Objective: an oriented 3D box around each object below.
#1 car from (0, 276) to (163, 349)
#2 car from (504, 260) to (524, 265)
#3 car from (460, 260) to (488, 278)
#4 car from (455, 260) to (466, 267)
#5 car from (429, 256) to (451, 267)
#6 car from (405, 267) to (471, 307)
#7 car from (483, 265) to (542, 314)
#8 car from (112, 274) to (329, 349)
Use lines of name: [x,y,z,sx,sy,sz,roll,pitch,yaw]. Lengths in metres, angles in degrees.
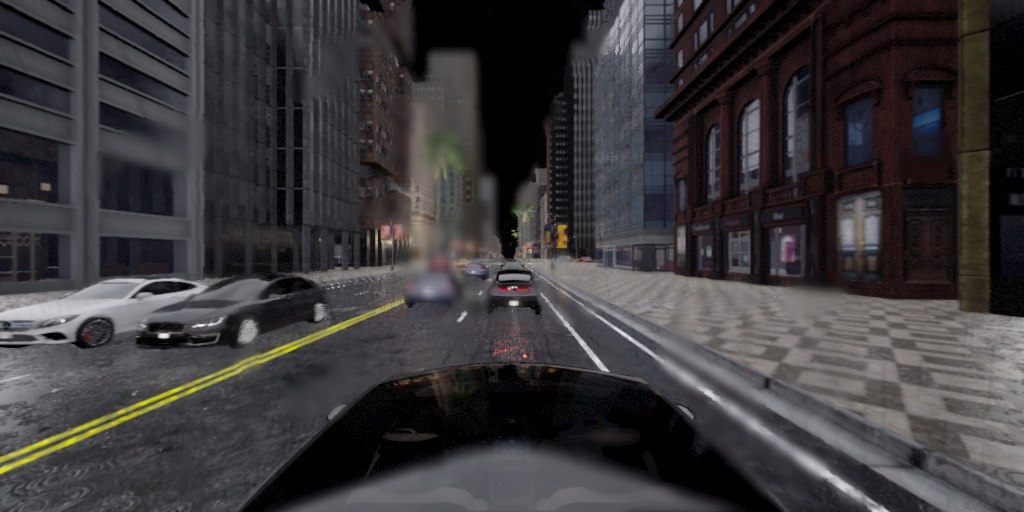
car: [-9.856,1.284,9.295,1.812,1.442,4.674,0,0,0]
car: [0.076,1.141,31.348,2.097,1.767,4.553,0,0,0]
car: [-3.175,1.352,32.277,1.994,1.385,4.181,0,0,0]
car: [-6.620,1.291,49.745,1.882,1.535,5.008,0,0,0]
car: [-9.871,1.034,49.472,2.150,2.045,5.566,0,0,0]
car: [-3.161,1.330,15.559,1.994,1.385,4.181,0,0,0]
car: [0.090,1.269,13.804,1.837,1.490,4.892,0,0,0]
car: [-6.606,1.264,9.230,1.837,1.490,4.892,0,0,0]
